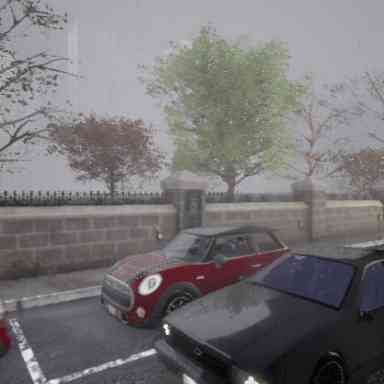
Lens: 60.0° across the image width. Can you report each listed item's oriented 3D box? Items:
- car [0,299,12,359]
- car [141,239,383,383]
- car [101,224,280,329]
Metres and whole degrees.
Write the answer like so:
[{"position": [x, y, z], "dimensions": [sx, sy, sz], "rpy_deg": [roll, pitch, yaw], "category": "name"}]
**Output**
[{"position": [-4.299, 1.433, 3.490], "dimensions": [4.097, 1.590, 1.967], "rpy_deg": [0, 0, -35], "category": "car"}, {"position": [2.159, 1.569, 4.920], "dimensions": [5.357, 1.411, 2.033], "rpy_deg": [0, 0, -36], "category": "car"}, {"position": [0.285, 1.459, 6.758], "dimensions": [4.097, 1.590, 1.967], "rpy_deg": [0, 0, -35], "category": "car"}]
